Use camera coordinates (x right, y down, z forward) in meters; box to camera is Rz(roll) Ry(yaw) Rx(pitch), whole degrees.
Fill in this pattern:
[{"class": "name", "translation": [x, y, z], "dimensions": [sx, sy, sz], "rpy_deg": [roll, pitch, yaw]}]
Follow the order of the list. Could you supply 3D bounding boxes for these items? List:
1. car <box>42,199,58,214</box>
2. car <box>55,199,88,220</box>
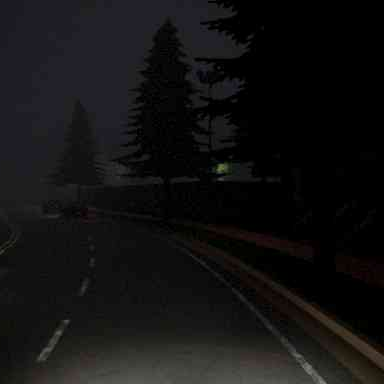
[{"class": "car", "translation": [-16.930, 1.666, 40.584], "dimensions": [2.097, 1.767, 4.553], "rpy_deg": [0, -1, -32]}, {"class": "car", "translation": [-11.197, 1.718, 31.211], "dimensions": [1.882, 1.535, 5.008], "rpy_deg": [0, -1, -31]}]
